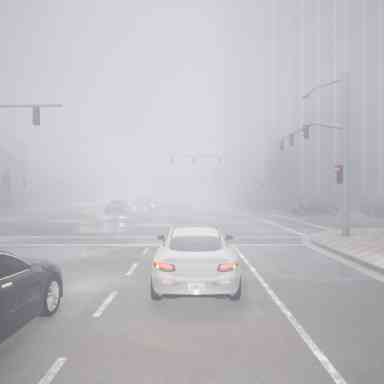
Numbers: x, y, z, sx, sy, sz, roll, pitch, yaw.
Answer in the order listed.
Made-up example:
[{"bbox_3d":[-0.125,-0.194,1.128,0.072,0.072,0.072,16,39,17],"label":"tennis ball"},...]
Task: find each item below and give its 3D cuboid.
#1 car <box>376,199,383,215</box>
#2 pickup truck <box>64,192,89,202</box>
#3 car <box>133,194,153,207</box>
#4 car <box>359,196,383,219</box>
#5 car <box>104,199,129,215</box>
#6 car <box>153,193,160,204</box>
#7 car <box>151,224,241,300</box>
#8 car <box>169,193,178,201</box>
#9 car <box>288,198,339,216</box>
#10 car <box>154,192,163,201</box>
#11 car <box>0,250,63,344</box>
[{"bbox_3d":[21.007,1.478,32.585,5.008,1.535,1.882,0,0,0],"label":"car"},{"bbox_3d":[-24.638,1.059,70.291,2.390,2.098,6.274,0,0,30],"label":"pickup truck"},{"bbox_3d":[-7.856,1.351,52.109,2.097,1.767,4.553,0,0,-1],"label":"car"},{"bbox_3d":[17.720,1.221,29.064,5.566,2.045,2.150,0,0,0],"label":"car"},{"bbox_3d":[-7.543,1.507,33.664,1.837,1.490,4.892,0,-1,-1],"label":"car"},{"bbox_3d":[-7.982,1.491,64.743,2.128,1.511,4.902,0,0,0],"label":"car"},{"bbox_3d":[0.080,1.526,8.231,1.812,1.442,4.674,0,0,0],"label":"car"},{"bbox_3d":[-4.723,1.225,85.507,2.150,2.045,5.566,0,0,-1],"label":"car"},{"bbox_3d":[11.782,1.352,32.522,4.553,1.767,2.097,0,0,0],"label":"car"},{"bbox_3d":[-8.135,1.027,79.063,2.150,2.045,5.566,0,0,-1],"label":"car"},{"bbox_3d":[-3.434,1.505,4.582,1.837,1.490,4.892,0,0,1],"label":"car"}]
